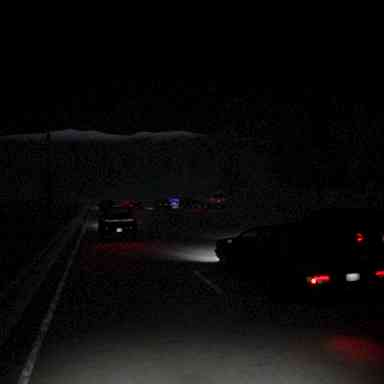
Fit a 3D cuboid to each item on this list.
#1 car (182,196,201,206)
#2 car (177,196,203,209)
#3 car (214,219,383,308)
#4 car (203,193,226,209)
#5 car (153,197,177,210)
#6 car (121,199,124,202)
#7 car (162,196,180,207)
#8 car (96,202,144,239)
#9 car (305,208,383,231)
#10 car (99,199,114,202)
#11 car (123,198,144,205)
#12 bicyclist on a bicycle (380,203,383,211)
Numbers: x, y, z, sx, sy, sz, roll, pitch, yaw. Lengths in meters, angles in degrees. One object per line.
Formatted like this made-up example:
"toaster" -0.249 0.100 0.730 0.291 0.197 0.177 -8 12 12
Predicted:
"car" -0.136 1.489 55.566 1.882 1.535 5.008 -1 0 -16
"car" -0.566 1.505 44.506 2.128 1.511 4.902 -1 0 -16
"car" 2.171 1.525 8.174 2.033 1.411 5.357 -1 0 -14
"car" 2.794 1.198 45.471 2.150 2.045 5.566 -1 0 -15
"car" -3.850 1.597 43.242 2.033 1.411 5.357 -1 0 -15
"car" -10.065 1.643 52.390 1.812 1.442 4.674 -1 0 -16
"car" -3.441 1.524 54.391 1.882 1.535 5.008 -1 0 -16
"car" -3.983 1.537 17.628 2.128 1.511 4.902 -1 0 -15
"car" 4.842 1.302 11.177 2.097 1.767 4.553 -1 0 -13
"car" -11.375 1.623 44.169 2.128 1.511 4.902 -1 0 -16
"car" -7.336 1.687 42.734 1.895 1.301 4.718 -1 0 -16
"bicyclist on a bicycle" 13.318 1.163 22.634 1.656 1.620 0.582 -1 0 -16
